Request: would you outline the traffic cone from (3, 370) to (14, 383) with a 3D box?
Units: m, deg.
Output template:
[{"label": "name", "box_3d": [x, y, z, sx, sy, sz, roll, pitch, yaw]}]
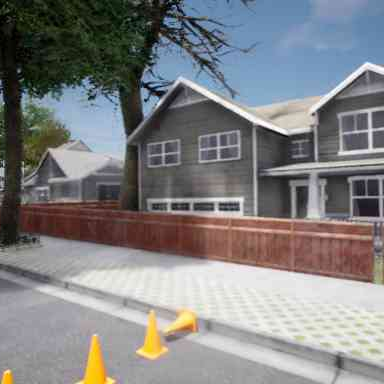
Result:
[{"label": "traffic cone", "box_3d": [-1.718, 1.968, 3.101, 0.340, 0.580, 0.340, 0, 0, 35]}]

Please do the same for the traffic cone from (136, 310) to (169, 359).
[{"label": "traffic cone", "box_3d": [-0.567, 1.977, 4.735, 0.340, 0.580, 0.340, 0, 0, 35]}]

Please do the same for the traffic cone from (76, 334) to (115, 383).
[{"label": "traffic cone", "box_3d": [-1.143, 1.972, 3.918, 0.340, 0.580, 0.340, 0, 0, 35]}]
